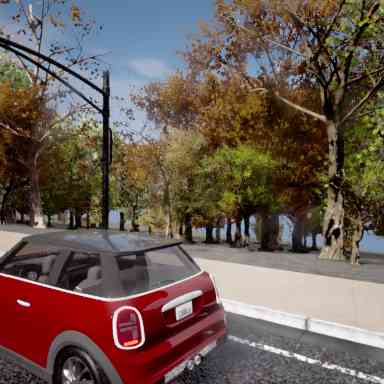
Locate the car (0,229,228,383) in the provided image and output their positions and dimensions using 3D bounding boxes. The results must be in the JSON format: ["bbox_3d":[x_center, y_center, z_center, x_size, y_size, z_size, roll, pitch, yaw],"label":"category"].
[{"bbox_3d":[-1.815,1.351,4.979,4.553,1.767,2.097,0,0,36],"label":"car"}]
